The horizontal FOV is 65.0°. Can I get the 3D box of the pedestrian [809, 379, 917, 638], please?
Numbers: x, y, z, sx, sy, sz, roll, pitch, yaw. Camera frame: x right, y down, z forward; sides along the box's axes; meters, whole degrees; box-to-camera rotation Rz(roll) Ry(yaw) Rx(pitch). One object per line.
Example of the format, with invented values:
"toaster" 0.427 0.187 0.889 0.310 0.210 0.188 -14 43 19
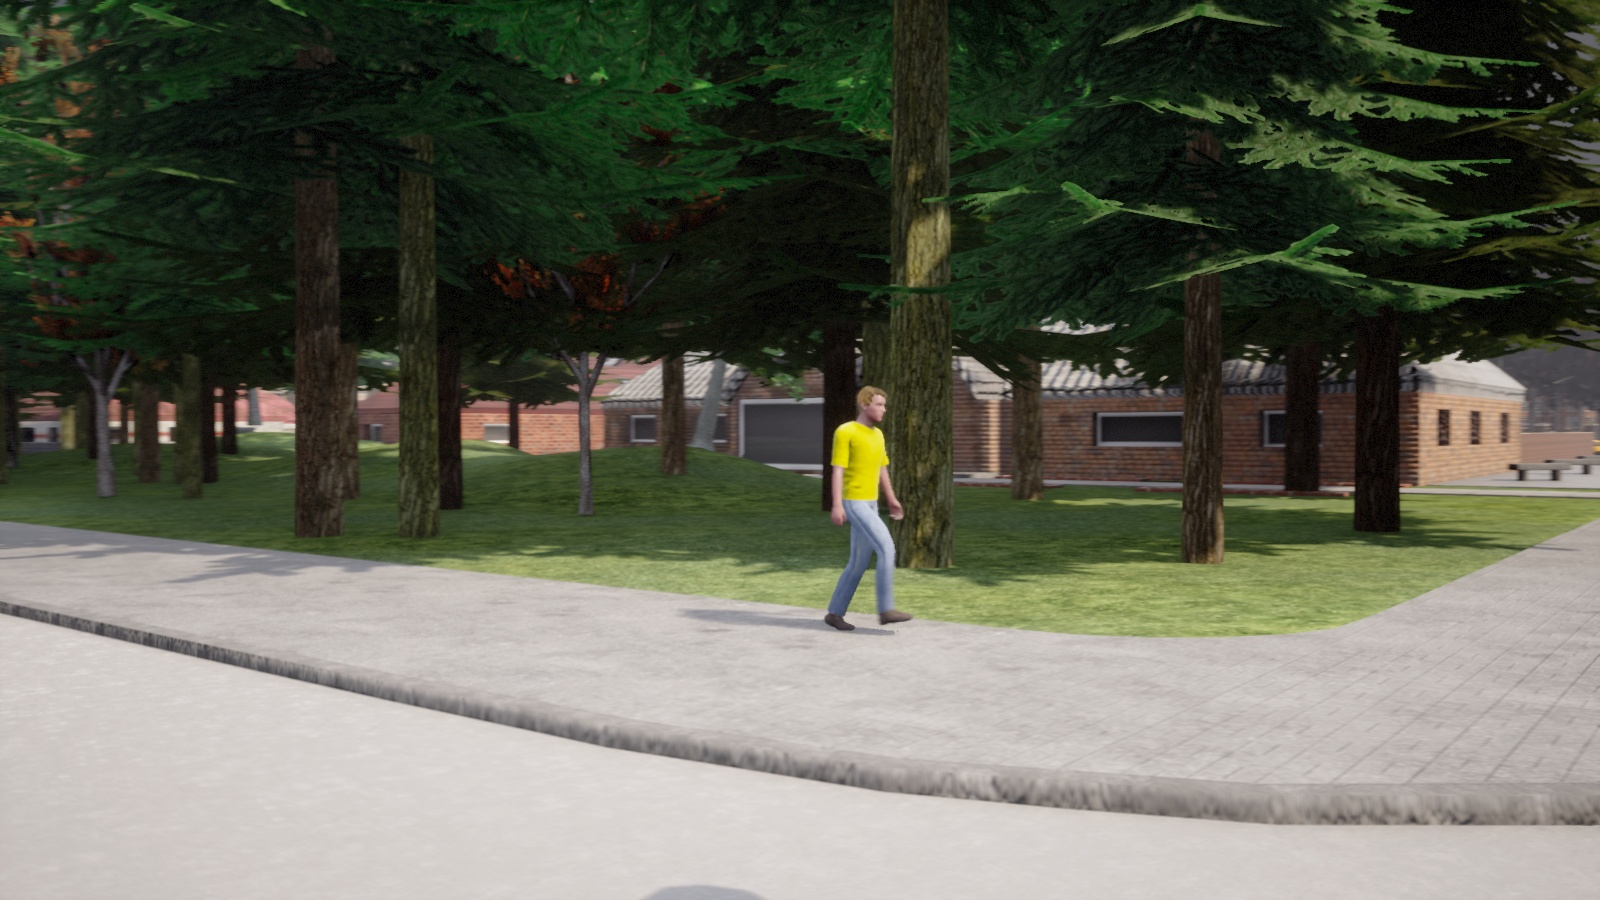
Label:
"pedestrian" 0.460 0.411 9.261 0.706 1.836 0.354 1 1 34
